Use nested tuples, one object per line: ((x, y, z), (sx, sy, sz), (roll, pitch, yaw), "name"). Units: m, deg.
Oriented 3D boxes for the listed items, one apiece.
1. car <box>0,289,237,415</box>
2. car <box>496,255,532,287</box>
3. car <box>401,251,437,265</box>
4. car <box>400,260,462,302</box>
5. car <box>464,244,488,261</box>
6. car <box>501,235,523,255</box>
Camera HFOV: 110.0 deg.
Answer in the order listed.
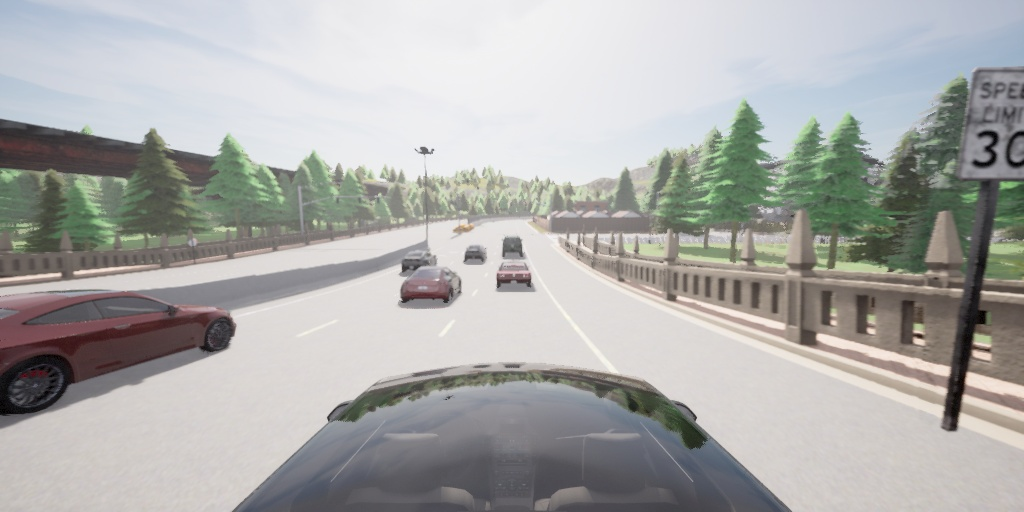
((-6.901, 1.261, 5.825), (1.812, 1.442, 4.674), (0, 0, 0), "car")
((0.096, 0.911, 20.421), (1.895, 1.301, 4.718), (0, 3, 0), "car")
((-6.920, 0.331, 27.060), (1.837, 1.490, 4.892), (0, 5, 0), "car")
((-3.402, 1.108, 15.692), (1.994, 1.385, 4.181), (0, 2, 0), "car")
((-3.453, -0.410, 34.249), (1.837, 1.490, 4.892), (0, 7, 0), "car")
((0.027, -1.216, 38.337), (2.150, 2.045, 5.566), (0, 7, 0), "car")
